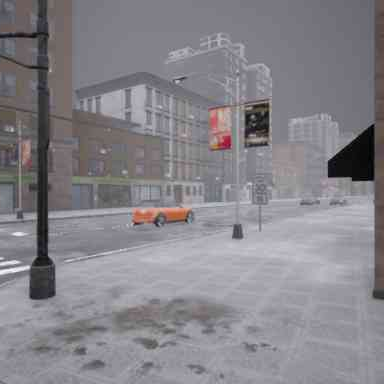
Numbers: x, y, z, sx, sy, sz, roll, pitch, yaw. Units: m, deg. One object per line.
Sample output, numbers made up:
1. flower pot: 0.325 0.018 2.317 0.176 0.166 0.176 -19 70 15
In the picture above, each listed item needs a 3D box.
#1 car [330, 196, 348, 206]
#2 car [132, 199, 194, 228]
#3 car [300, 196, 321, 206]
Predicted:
1. car: 22.704 1.377 51.482 2.033 1.411 5.357 0 0 34
2. car: -1.784 1.274 22.144 2.097 1.767 4.553 0 0 35
3. car: 18.001 1.379 50.441 2.033 1.411 5.357 0 0 35
